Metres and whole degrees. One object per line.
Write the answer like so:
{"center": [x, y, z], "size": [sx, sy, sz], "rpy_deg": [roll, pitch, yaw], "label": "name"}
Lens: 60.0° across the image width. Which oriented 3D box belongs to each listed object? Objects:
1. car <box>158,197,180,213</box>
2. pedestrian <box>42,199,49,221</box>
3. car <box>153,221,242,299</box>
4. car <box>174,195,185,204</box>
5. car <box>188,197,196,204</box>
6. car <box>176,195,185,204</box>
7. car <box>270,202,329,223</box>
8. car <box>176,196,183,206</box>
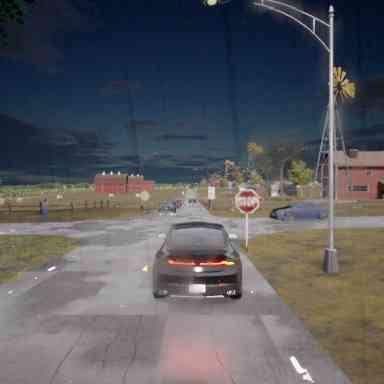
{"center": [-2.795, 1.635, 38.100], "size": [1.994, 1.385, 4.181], "rpy_deg": [0, 0, 0], "label": "car"}
{"center": [-12.116, 1.465, 27.484], "size": [0.375, 1.860, 0.375], "rpy_deg": [0, 2, 0], "label": "pedestrian"}
{"center": [0.140, 1.506, 8.459], "size": [1.837, 1.490, 4.892], "rpy_deg": [0, 0, 1], "label": "car"}
{"center": [-2.647, 1.600, 72.405], "size": [2.150, 2.045, 5.566], "rpy_deg": [0, -1, 0], "label": "car"}
{"center": [0.113, 1.999, 78.875], "size": [1.812, 1.442, 4.674], "rpy_deg": [0, -1, 0], "label": "car"}
{"center": [-2.748, 1.709, 58.189], "size": [2.128, 1.511, 4.902], "rpy_deg": [0, 0, 0], "label": "car"}
{"center": [7.771, 1.389, 23.869], "size": [4.181, 1.385, 1.994], "rpy_deg": [-1, 1, -6], "label": "car"}
{"center": [-2.768, 1.695, 48.006], "size": [1.994, 1.385, 4.181], "rpy_deg": [0, 0, 1], "label": "car"}
